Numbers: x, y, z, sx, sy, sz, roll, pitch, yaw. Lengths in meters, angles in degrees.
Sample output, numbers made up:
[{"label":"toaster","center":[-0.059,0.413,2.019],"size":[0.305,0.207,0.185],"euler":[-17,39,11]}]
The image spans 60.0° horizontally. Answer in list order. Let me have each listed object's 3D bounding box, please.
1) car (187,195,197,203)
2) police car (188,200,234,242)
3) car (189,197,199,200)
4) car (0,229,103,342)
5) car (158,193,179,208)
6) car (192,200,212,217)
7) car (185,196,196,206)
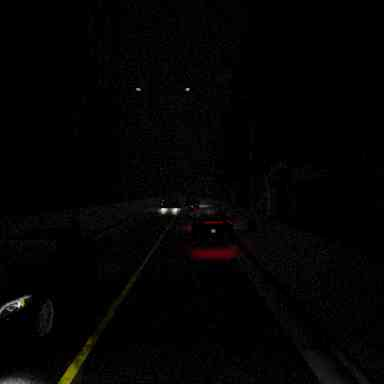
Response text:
[{"label":"car","center":[-0.013,1.462,68.216],"size":[1.882,1.535,5.008],"euler":[0,0,0]},{"label":"police car","center":[0.897,1.409,16.492],"size":[1.930,1.638,5.238],"euler":[0,0,0]},{"label":"car","center":[0.895,1.435,26.574],"size":[1.801,1.575,5.366],"euler":[0,0,0]},{"label":"car","center":[-3.102,1.518,6.583],"size":[1.812,1.442,4.674],"euler":[0,0,0]},{"label":"car","center":[-3.094,1.207,47.539],"size":[2.150,2.045,5.566],"euler":[0,0,0]},{"label":"car","center":[0.894,1.506,32.384],"size":[1.812,1.442,4.674],"euler":[0,0,0]},{"label":"car","center":[-0.010,1.342,53.185],"size":[2.097,1.767,4.553],"euler":[0,0,0]}]
